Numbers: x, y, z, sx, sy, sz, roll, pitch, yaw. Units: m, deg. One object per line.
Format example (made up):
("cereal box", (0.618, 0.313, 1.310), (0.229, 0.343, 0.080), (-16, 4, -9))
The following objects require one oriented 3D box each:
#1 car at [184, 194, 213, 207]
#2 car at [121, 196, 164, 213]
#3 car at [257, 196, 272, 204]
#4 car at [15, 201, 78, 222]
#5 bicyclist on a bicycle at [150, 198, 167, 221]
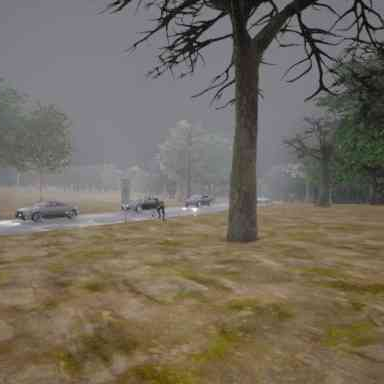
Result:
("car", (0.875, 1.055, 40.921), (1.837, 1.490, 4.892), (1, 1, 31))
("car", (-4.677, 1.145, 32.149), (2.128, 1.511, 4.902), (2, 2, 34))
("car", (12.177, 1.282, 55.804), (1.895, 1.301, 4.718), (1, 0, 23))
("car", (-10.453, 1.344, 24.094), (1.994, 1.385, 4.181), (2, 2, 37))
("bicyclist on a bicycle", (-2.452, 1.287, 24.053), (1.656, 1.620, 0.582), (0, 0, 36))
